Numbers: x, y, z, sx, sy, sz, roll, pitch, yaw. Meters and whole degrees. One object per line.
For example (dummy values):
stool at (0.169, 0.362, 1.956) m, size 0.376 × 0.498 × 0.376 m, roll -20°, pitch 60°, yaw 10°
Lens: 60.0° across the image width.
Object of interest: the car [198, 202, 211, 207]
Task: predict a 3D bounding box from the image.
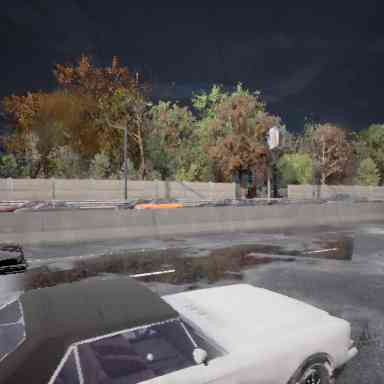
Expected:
car at (3.222, 1.548, 38.156) m, size 5.357 × 1.411 × 2.033 m, roll 0°, pitch 0°, yaw -30°

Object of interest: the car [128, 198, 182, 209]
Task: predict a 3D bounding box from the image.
car at (-3.112, 1.352, 30.391) m, size 4.553 × 1.767 × 2.097 m, roll 0°, pitch 0°, yaw -30°

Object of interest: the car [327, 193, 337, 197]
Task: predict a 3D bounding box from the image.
car at (21.033, 1.229, 48.557) m, size 5.566 × 2.045 × 2.150 m, roll 0°, pitch 0°, yaw -30°

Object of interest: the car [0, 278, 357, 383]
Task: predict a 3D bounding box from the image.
car at (-0.569, 1.600, 3.267) m, size 4.718 × 1.301 × 1.895 m, roll 0°, pitch 0°, yaw -30°

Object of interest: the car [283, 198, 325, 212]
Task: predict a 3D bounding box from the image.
car at (13.487, 1.493, 40.096) m, size 4.902 × 1.511 × 2.128 m, roll 0°, pitch 0°, yaw -30°

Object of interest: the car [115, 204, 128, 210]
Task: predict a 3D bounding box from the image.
car at (-5.216, 1.505, 33.212) m, size 4.892 × 1.490 × 1.837 m, roll 0°, pitch 0°, yaw -30°

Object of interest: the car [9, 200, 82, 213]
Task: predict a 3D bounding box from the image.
car at (-11.098, 1.492, 25.722) m, size 4.902 × 1.511 × 2.128 m, roll 0°, pitch 0°, yaw -30°

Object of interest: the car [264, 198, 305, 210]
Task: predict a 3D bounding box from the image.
car at (12.106, 1.550, 43.341) m, size 5.357 × 1.411 × 2.033 m, roll 0°, pitch 0°, yaw -30°

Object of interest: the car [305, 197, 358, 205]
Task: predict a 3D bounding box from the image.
car at (13.445, 1.527, 31.966) m, size 4.674 × 1.442 × 1.812 m, roll 0°, pitch 0°, yaw -30°

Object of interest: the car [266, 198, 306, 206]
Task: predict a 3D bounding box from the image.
car at (9.831, 1.601, 33.907) m, size 4.718 × 1.301 × 1.895 m, roll 0°, pitch 0°, yaw -30°

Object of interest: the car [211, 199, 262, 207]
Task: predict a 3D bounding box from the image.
car at (5.080, 1.548, 35.182) m, size 5.357 × 1.411 × 2.033 m, roll 0°, pitch 0°, yaw -31°

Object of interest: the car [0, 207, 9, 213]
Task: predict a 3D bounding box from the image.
car at (-13.590, 1.478, 28.322) m, size 5.008 × 1.535 × 1.882 m, roll 0°, pitch 0°, yaw -30°

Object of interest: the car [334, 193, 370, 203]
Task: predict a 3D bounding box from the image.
car at (22.007, 1.358, 45.076) m, size 4.553 × 1.767 × 2.097 m, roll 0°, pitch 0°, yaw -30°

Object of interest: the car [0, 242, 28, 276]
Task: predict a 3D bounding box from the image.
car at (-6.823, 1.547, 7.720) m, size 5.357 × 1.411 × 2.033 m, roll 0°, pitch 0°, yaw -30°
